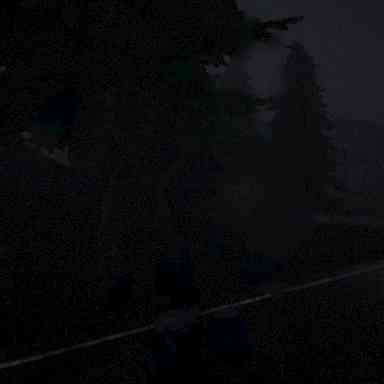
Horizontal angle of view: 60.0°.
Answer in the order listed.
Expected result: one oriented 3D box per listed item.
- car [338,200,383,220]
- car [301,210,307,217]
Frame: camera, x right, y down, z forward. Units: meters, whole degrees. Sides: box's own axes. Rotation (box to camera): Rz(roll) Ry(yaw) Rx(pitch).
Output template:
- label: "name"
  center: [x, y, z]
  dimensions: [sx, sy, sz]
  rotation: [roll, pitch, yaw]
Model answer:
- label: "car"
  center: [14.137, 1.413, 27.264]
  dimensions: [2.128, 1.511, 4.902]
  rotation: [0, 0, -35]
- label: "car"
  center: [7.980, 1.456, 29.604]
  dimensions: [1.812, 1.442, 4.674]
  rotation: [0, 0, -35]
